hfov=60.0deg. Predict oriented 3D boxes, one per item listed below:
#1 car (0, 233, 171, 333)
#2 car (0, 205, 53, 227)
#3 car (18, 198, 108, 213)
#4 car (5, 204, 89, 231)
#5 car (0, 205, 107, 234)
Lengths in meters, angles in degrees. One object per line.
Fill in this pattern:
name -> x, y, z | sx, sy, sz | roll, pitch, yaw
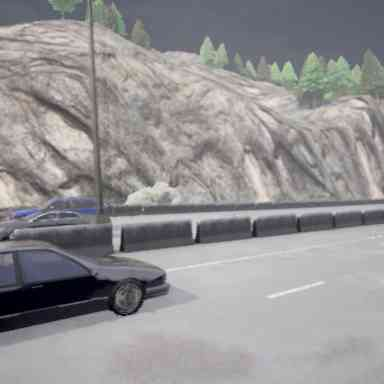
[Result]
car -> -3.036, 1.595, 5.860 | 5.357, 1.411, 2.033 | 0, -1, -36
car -> -12.904, 1.760, 24.910 | 4.181, 1.385, 1.994 | 0, -1, -36
car -> -7.831, 1.377, 19.953 | 5.566, 2.045, 2.150 | 0, -1, -36
car -> -9.873, 1.669, 22.793 | 4.902, 1.511, 2.128 | 0, -1, -36
car -> -7.006, 1.618, 16.215 | 4.902, 1.511, 2.128 | 0, -1, -36
